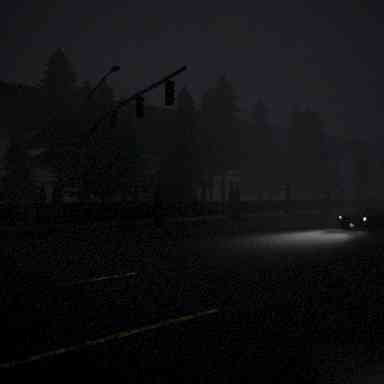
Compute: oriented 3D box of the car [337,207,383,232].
[{"bbox_3d":[10.957,1.586,20.364,4.718,1.301,1.895,0,0,-35],"label":"car"}]
